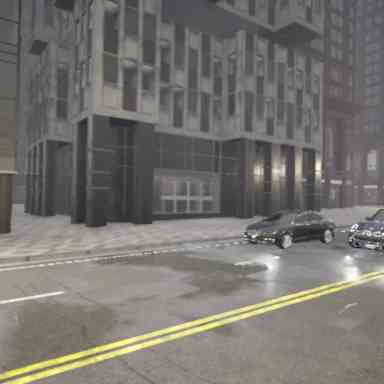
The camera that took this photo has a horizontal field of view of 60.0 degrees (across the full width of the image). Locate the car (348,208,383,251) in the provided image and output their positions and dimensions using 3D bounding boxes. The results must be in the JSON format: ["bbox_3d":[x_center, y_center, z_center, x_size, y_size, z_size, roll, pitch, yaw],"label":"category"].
[{"bbox_3d":[8.455,1.439,13.704,4.553,1.767,2.097,0,0,-35],"label":"car"}]

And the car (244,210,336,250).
[{"bbox_3d":[4.470,1.578,14.856,4.892,1.490,1.837,1,-1,-35],"label":"car"}]
